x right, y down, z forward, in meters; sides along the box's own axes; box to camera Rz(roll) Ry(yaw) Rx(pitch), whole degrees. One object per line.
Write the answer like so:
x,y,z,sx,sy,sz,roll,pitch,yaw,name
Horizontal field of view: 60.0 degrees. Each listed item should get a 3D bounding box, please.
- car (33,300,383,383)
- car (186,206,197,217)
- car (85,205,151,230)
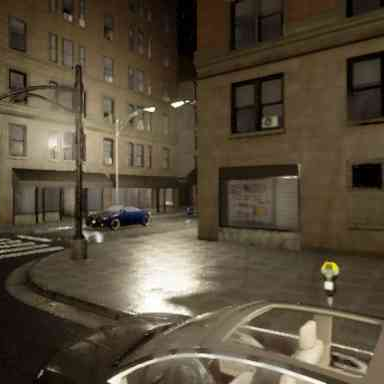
0.559,1.553,2.413,4.403,1.369,2.008,0,0,36,car
1.494,1.493,28.960,1.895,1.301,4.718,0,0,35,car
-4.461,1.510,20.584,1.994,1.385,4.181,0,0,35,car
